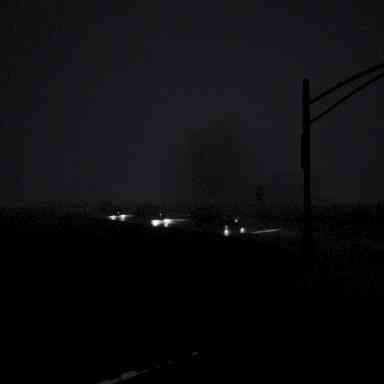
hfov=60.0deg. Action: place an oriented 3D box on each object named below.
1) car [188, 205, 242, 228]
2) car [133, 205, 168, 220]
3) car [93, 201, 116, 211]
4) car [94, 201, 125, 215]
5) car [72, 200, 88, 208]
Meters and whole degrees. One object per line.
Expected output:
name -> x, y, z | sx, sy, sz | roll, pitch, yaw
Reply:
car -> 1.642, 1.771, 25.114 | 2.128, 1.511, 4.902 | -1, 0, -36
car -> -4.189, 1.981, 33.230 | 1.994, 1.385, 4.181 | -1, 0, -37
car -> -14.090, 2.157, 53.386 | 1.837, 1.490, 4.892 | -1, -1, -36
car -> -10.337, 2.110, 41.829 | 2.033, 1.411, 5.357 | -1, 0, -35
car -> -21.453, 2.321, 63.655 | 2.128, 1.511, 4.902 | -1, 0, -36
